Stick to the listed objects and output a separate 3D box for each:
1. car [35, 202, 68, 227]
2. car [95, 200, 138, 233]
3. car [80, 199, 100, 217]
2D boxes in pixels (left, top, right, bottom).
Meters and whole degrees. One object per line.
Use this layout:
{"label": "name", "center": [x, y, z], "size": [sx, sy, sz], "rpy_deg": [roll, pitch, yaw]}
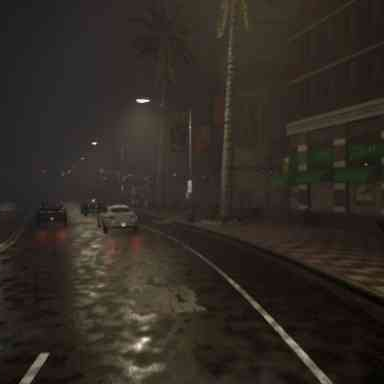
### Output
{"label": "car", "center": [-9.458, 1.421, 22.497], "size": [2.128, 1.511, 4.902], "rpy_deg": [0, 0, -23]}
{"label": "car", "center": [-4.329, 1.447, 19.204], "size": [1.812, 1.442, 4.674], "rpy_deg": [0, 0, -21]}
{"label": "car", "center": [-9.110, 1.377, 30.560], "size": [2.128, 1.511, 4.902], "rpy_deg": [0, 0, -23]}
